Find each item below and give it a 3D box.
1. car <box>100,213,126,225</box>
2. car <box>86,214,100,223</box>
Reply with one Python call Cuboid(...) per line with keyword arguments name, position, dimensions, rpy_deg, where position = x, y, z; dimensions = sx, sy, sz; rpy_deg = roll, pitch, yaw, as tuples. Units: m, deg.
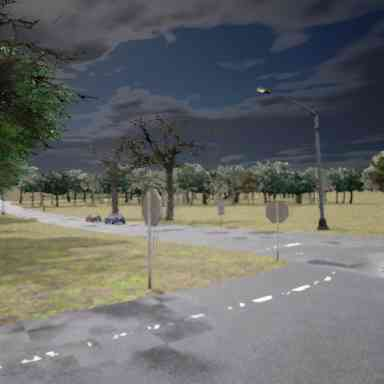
Cuboid(name="car", position=(-12.131, 4.116, 51.974), dimensions=(2.097, 1.767, 4.553), rpy_deg=(-1, -2, -34))
Cuboid(name="car", position=(-17.775, 4.707, 60.187), dimensions=(1.812, 1.442, 4.674), rpy_deg=(-1, -2, -34))
